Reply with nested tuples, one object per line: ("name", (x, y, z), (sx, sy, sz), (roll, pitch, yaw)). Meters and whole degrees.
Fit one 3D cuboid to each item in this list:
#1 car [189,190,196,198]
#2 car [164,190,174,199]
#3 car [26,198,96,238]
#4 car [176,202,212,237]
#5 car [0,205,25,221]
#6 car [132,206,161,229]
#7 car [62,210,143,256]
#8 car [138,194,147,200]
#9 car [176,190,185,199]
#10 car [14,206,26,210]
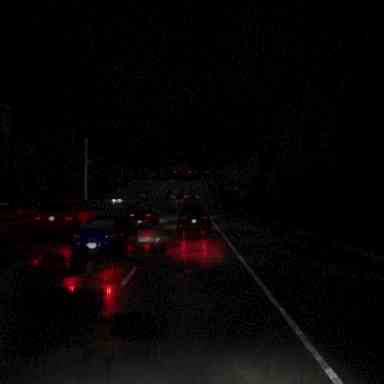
("car", (0.106, 1.110, 95.536), (1.994, 1.385, 4.181), (0, 6, 0))
("car", (-6.896, 1.136, 95.163), (2.033, 1.411, 5.357), (0, 6, 0))
("car", (-6.894, 1.417, 18.951), (2.150, 2.045, 5.566), (0, -1, -1))
("car", (0.106, 1.631, 19.667), (2.033, 1.649, 4.856), (0, -1, 0))
("car", (-17.514, 1.915, 30.506), (1.895, 1.301, 4.718), (0, -1, 1))
("car", (-3.392, 1.738, 23.992), (2.128, 1.511, 4.902), (0, -1, 0))
("car", (-3.396, 1.666, 13.603), (1.812, 1.442, 4.674), (0, -1, 0))
("car", (-13.903, 1.248, 94.077), (1.812, 1.442, 4.674), (0, 5, 0))
("car", (-3.394, 1.083, 95.551), (1.812, 1.442, 4.674), (0, 6, 0))
("car", (-14.002, 1.550, 31.407), (2.150, 2.045, 5.566), (0, -1, 0))
